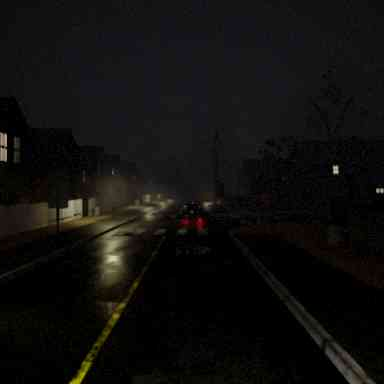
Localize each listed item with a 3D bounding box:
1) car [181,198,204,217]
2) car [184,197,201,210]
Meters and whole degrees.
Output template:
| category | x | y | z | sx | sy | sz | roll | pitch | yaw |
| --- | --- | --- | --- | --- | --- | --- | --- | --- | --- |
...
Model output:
| category | x | y | z | sx | sy | sz | roll | pitch | yaw |
| --- | --- | --- | --- | --- | --- | --- | --- | --- | --- |
| car | 0.048 | 1.432 | 30.138 | 2.128 | 1.511 | 4.902 | 0 | 0 | 0 |
| car | 0.089 | 1.464 | 43.578 | 2.033 | 1.411 | 5.357 | 0 | 0 | 1 |
